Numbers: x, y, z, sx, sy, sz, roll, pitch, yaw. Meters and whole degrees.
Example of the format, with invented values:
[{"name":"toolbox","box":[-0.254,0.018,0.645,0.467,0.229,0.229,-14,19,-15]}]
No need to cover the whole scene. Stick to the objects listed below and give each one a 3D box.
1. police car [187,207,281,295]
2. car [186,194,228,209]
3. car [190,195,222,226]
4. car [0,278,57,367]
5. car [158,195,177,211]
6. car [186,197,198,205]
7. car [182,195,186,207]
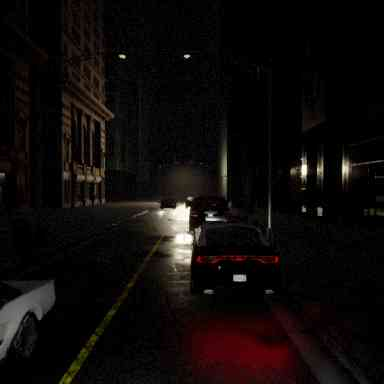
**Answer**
[{"name":"police car","box":[0.906,1.425,8.876,1.930,1.638,5.238,0,0,0]},{"name":"car","box":[0.917,1.230,18.796,2.150,2.045,5.566,0,0,0]},{"name":"car","box":[0.923,1.234,24.797,2.150,2.045,5.566,0,0,0]},{"name":"car","box":[-3.099,1.600,3.090,1.895,1.301,4.718,0,0,0]},{"name":"car","box":[-2.960,1.494,41.976,1.882,1.535,5.008,0,0,0]},{"name":"car","box":[0.058,1.565,59.869,2.033,1.411,5.357,0,0,0]},{"name":"car","box":[0.058,1.509,46.180,2.128,1.511,4.902,0,0,0]}]
